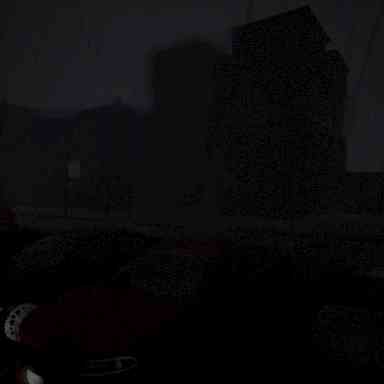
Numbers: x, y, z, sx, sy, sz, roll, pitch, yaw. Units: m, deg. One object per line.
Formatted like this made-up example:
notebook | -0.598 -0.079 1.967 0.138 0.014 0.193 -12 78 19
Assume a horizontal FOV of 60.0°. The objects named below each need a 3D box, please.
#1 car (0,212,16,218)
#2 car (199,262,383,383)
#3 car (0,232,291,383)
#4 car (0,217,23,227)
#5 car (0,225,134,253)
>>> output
car | -6.835 1.557 10.028 2.002 1.452 4.674 0 0 36
car | 2.239 1.521 3.546 2.002 1.452 4.674 0 0 36
car | -0.026 1.502 5.174 2.097 1.535 5.008 0 0 35
car | -4.552 1.550 8.431 2.163 1.488 4.792 0 0 36
car | -2.297 1.515 6.793 2.097 1.535 5.008 0 0 36
